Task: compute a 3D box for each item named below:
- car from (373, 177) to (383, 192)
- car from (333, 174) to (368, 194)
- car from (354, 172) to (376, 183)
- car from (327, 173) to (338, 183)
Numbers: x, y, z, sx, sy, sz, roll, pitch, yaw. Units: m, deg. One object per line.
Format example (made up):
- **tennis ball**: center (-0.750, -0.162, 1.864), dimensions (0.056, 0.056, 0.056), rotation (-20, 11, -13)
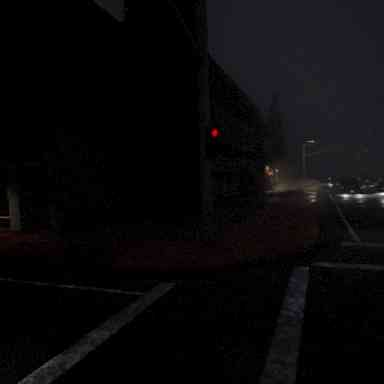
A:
- **car**: center (18.278, -0.747, 31.059), dimensions (1.994, 1.385, 4.181), rotation (-1, 3, 20)
- **car**: center (14.541, -0.612, 30.784), dimensions (2.033, 1.411, 5.357), rotation (-1, 3, 20)
- **car**: center (24.037, -2.061, 46.318), dimensions (2.033, 1.411, 5.357), rotation (-1, 3, 20)
- **car**: center (23.501, -2.318, 54.920), dimensions (1.837, 1.490, 4.892), rotation (-1, 3, 20)
